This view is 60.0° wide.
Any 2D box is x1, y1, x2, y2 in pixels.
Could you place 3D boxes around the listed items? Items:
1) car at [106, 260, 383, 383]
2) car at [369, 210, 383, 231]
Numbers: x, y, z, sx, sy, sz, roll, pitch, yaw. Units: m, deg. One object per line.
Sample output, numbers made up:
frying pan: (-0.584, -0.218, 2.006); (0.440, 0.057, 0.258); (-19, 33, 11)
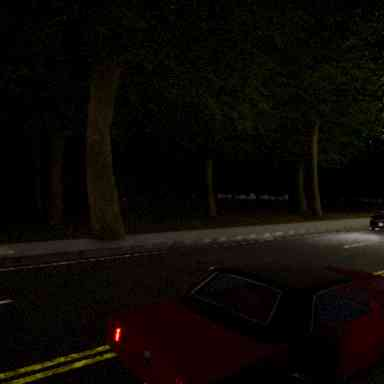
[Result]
car: (1.433, 1.626, 4.460); (4.718, 1.301, 1.895); (1, 0, -35)
car: (13.116, 1.669, 20.993); (4.902, 1.511, 2.128); (1, 0, -35)
